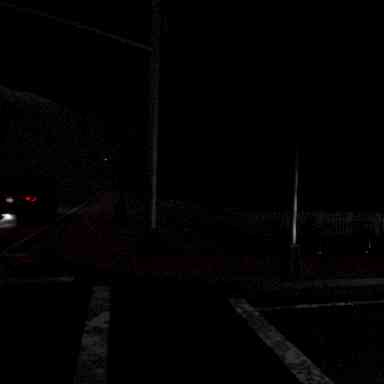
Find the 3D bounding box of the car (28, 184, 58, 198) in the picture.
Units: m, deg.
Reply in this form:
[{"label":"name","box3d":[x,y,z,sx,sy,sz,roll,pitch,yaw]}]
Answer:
[{"label":"car","box3d":[-15.939,-0.138,35.718,1.994,1.385,4.181,1,2,-11]}]

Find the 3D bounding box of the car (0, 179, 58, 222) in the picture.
[{"label":"car","box3d":[-8.616,0.350,17.437,2.150,2.045,5.566,1,2,-11]}]

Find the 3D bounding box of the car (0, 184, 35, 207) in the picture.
[{"label":"car","box3d":[-14.066,0.169,26.016,2.128,1.511,4.902,1,2,-11]}]
